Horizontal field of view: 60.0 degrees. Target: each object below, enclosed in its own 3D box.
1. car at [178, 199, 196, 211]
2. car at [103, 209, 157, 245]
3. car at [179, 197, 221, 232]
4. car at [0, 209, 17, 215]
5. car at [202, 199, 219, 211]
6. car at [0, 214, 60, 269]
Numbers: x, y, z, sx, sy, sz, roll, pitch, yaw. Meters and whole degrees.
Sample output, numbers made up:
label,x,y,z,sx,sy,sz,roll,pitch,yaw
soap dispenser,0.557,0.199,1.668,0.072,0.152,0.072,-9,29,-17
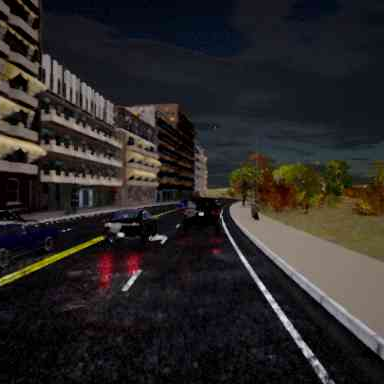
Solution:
label,x,y,z,sx,sy,sz,roll,pitch,yaw
car,-0.636,1.747,45.987,1.882,1.535,5.008,0,0,6
car,-2.839,1.567,16.126,2.128,1.511,4.902,0,0,2
car,0.649,1.340,21.333,2.150,2.045,5.566,0,0,3
car,-9.523,1.551,15.115,1.837,1.490,4.892,0,0,2
car,2.595,1.772,45.616,2.128,1.511,4.902,0,0,6
car,-6.404,1.637,11.401,1.895,1.301,4.718,0,0,2
